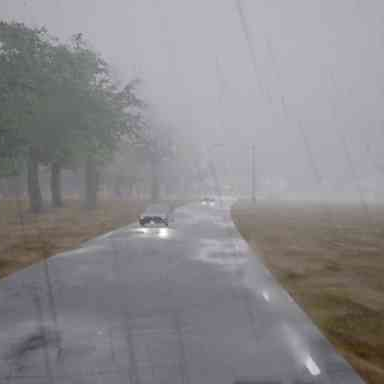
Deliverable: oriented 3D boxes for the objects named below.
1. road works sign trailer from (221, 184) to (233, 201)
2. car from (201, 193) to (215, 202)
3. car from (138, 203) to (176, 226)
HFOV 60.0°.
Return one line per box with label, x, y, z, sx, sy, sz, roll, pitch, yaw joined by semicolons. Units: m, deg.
road works sign trailer;7.256;0.072;68.524;2.380;3.560;2.880;0;0;9
car;3.108;0.994;62.878;2.097;1.767;4.553;0;0;11
car;-2.223;1.462;22.769;2.033;1.411;5.357;0;0;4
